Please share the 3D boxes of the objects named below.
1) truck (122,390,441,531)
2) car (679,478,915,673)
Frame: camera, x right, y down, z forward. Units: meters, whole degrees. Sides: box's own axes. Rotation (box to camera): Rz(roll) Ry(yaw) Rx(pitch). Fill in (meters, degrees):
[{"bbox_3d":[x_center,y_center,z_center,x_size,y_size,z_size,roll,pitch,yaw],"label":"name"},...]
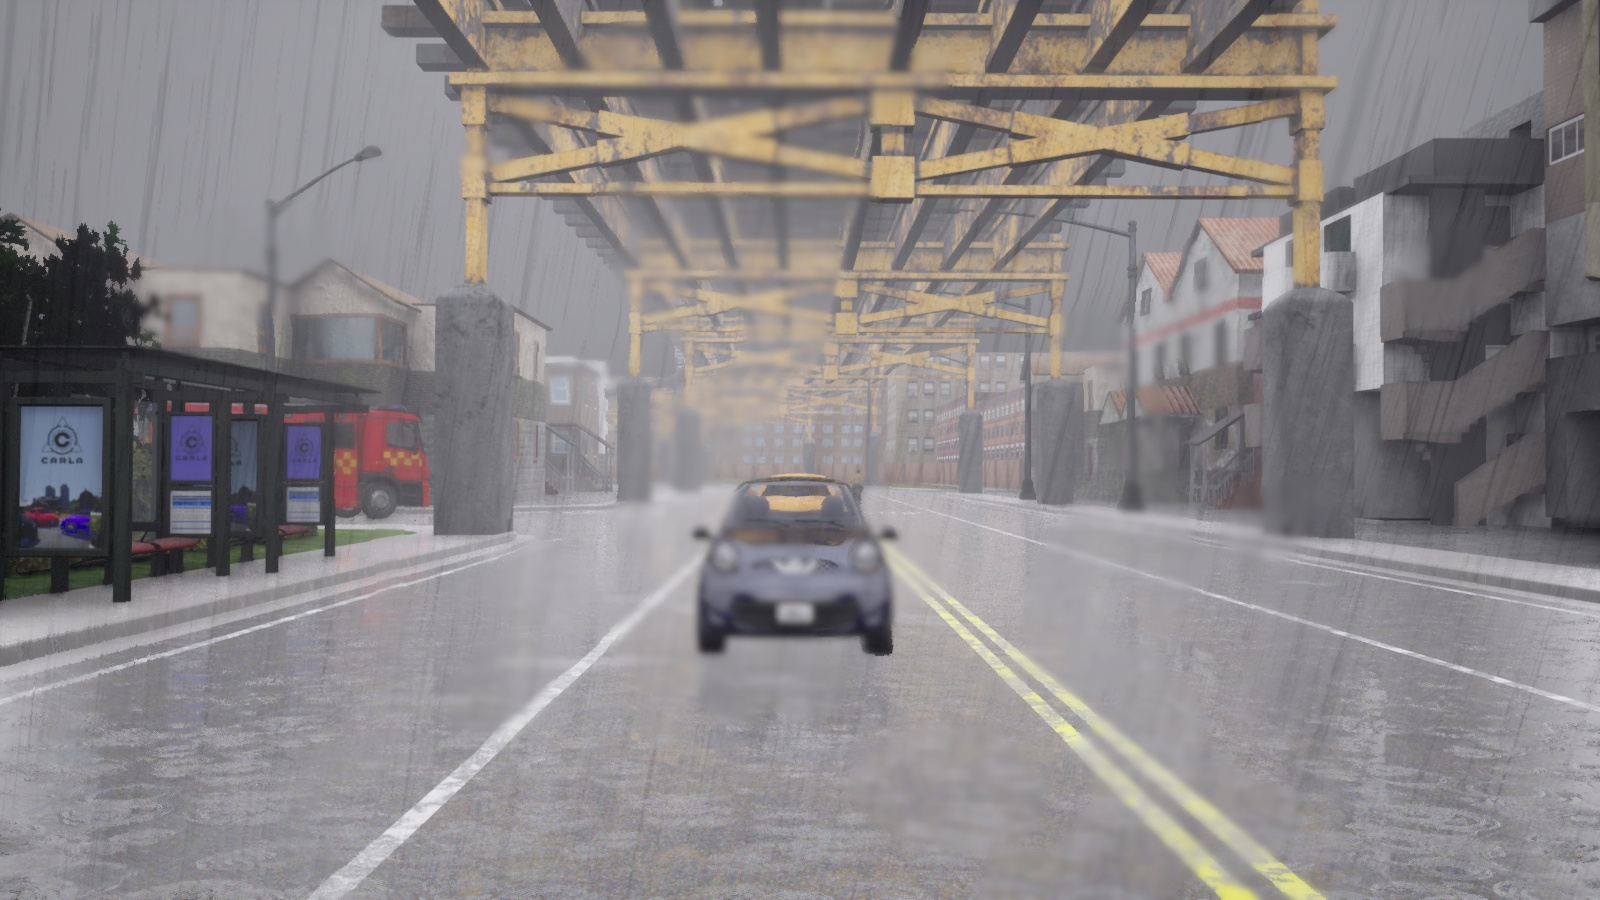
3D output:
[{"bbox_3d":[-15.444,0.350,38.007,8.468,3.827,2.891,1,-1,-44],"label":"truck"},{"bbox_3d":[-0.031,1.024,11.693,1.845,1.501,3.633,0,-1,0],"label":"car"}]
